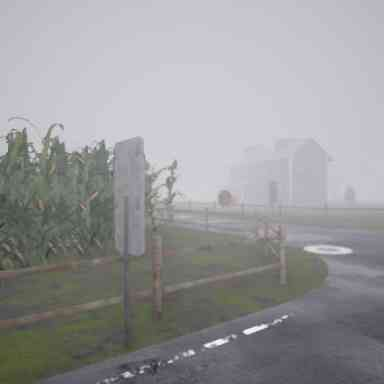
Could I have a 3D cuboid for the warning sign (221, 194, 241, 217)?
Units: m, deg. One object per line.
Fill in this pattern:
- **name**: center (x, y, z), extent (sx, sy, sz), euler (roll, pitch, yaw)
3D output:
- **warning sign**: center (3.291, 1.086, 28.150), extent (1.300, 1.860, 1.060), euler (0, 0, -35)
